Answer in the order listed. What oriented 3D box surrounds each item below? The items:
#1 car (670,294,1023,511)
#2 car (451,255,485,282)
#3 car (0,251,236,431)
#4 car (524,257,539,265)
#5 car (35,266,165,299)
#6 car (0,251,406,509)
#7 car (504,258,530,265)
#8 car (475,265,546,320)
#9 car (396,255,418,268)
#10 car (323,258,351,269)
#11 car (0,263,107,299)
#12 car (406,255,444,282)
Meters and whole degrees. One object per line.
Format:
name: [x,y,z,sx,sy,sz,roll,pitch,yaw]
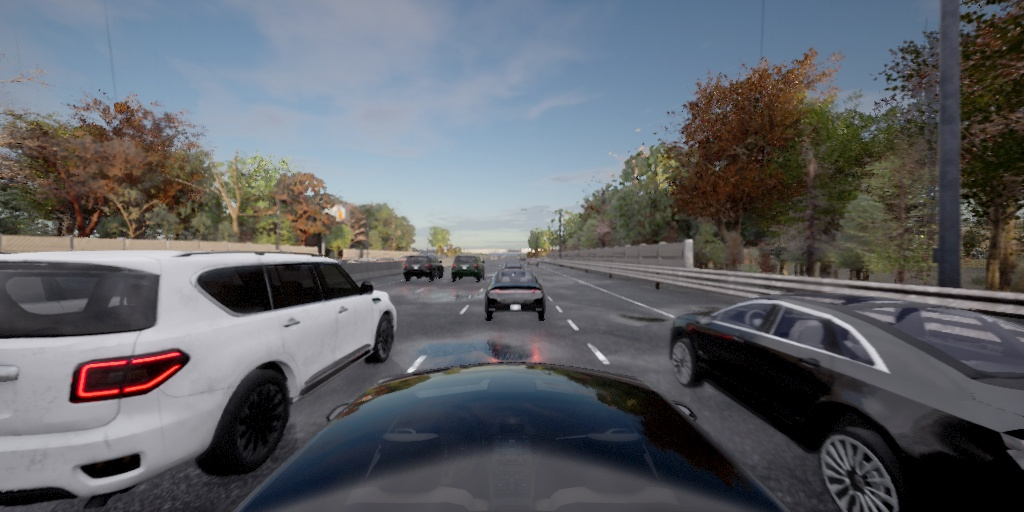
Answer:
car: [3.434,1.159,3.958,2.128,1.511,4.902,0,0,2]
car: [-3.403,0.930,28.482,2.150,2.045,5.566,0,0,0]
car: [-6.902,0.965,4.794,2.150,2.045,5.566,0,0,0]
car: [3.495,1.088,60.604,2.128,1.511,4.902,0,0,0]
car: [-21.100,1.285,18.693,1.994,1.385,4.181,0,0,0]
car: [-3.403,0.965,4.903,2.150,2.045,5.566,0,0,0]
car: [0.100,1.199,29.307,2.128,1.511,4.902,0,0,0]
car: [0.099,1.222,12.514,2.128,1.511,4.902,0,0,0]
car: [-17.535,0.897,60.185,2.150,2.045,5.566,0,0,1]
car: [-28.037,1.169,57.591,2.128,1.511,4.902,0,0,1]
car: [-24.600,1.199,18.440,1.882,1.535,5.008,0,0,0]
car: [-6.904,0.930,28.494,2.150,2.045,5.566,0,0,0]
